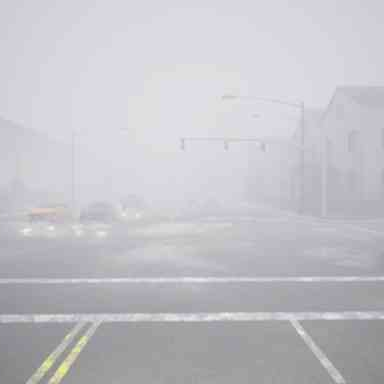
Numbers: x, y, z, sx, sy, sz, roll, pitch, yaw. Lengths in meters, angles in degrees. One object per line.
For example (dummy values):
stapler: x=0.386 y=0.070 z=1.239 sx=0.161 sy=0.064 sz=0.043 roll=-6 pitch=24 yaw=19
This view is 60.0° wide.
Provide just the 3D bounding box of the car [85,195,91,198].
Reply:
car: x=-28.153 y=1.379 z=84.601 sx=2.038 sy=1.542 sz=4.974 roll=0 pitch=0 yaw=-36

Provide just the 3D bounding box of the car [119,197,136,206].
car: x=-10.564 y=1.514 z=54.932 sx=1.994 sy=1.385 sz=4.181 roll=0 pitch=0 yaw=0

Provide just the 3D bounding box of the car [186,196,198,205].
car: x=0.019 y=1.440 z=58.870 sx=2.128 sy=1.511 sz=4.902 roll=0 pitch=0 yaw=0

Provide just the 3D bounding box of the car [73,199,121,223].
car: x=-7.092 y=1.485 z=25.337 sx=1.837 sy=1.490 sz=4.892 roll=0 pitch=0 yaw=0

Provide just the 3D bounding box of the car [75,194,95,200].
car: x=-28.941 y=1.374 z=89.968 sx=2.038 sy=1.542 sz=4.974 roll=0 pitch=0 yaw=29

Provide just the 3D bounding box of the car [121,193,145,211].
car: x=-7.086 y=1.183 z=40.610 sx=2.150 sy=2.045 sz=5.566 roll=0 pitch=0 yaw=0

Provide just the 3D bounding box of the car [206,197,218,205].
car: x=3.517 y=1.548 z=58.899 sx=1.895 sy=1.301 sz=4.718 roll=0 pitch=0 yaw=0

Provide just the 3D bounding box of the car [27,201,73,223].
car: x=-10.592 y=1.456 z=25.230 sx=1.882 sy=1.535 sz=5.008 roll=0 pitch=0 yaw=0

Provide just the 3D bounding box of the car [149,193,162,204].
car: x=-7.002 y=1.168 z=64.487 sx=2.150 sy=2.045 sz=5.566 roll=0 pitch=0 yaw=0
